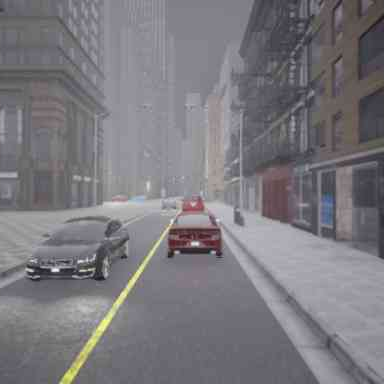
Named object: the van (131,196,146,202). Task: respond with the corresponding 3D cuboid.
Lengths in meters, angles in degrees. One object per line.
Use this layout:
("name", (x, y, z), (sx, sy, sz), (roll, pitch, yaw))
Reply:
("van", (-14.684, 1.949, 91.872), (3.998, 1.788, 1.690), (0, -1, -1))

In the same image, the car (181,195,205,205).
("car", (0.116, 1.318, 33.172), (2.150, 2.045, 5.566), (0, 0, 0))

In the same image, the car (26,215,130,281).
("car", (-3.097, 1.519, 9.965), (1.837, 1.490, 4.892), (0, 0, 0))

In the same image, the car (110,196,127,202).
("car", (-20.325, 1.921, 91.789), (5.009, 1.841, 2.192), (0, -1, -1))

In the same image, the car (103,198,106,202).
("car", (-25.965, 2.168, 91.703), (4.313, 1.339, 1.947), (0, -1, -1))

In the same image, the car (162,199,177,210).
("car", (-3.071, 1.708, 45.521), (1.812, 1.442, 4.674), (0, 0, 0))

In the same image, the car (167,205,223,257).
("car", (0.106, 1.497, 13.038), (1.882, 1.535, 5.008), (0, 0, 0))
